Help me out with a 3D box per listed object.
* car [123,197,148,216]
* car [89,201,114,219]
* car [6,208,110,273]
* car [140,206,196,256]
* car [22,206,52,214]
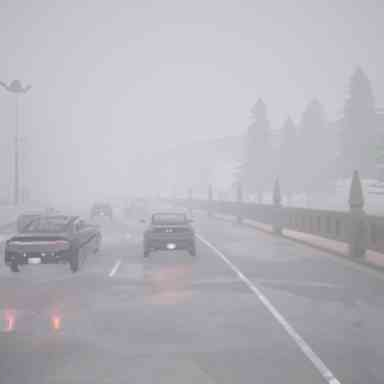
[{"bbox_3d":[-5.776,1.387,33.871,2.097,1.767,4.553,0,0,-18],"label":"car"},{"bbox_3d":[-8.070,1.548,29.606,1.837,1.490,4.892,0,0,-16],"label":"car"},{"bbox_3d":[-4.192,1.512,10.767,2.128,1.511,4.902,0,0,-6],"label":"car"},{"bbox_3d":[-0.981,1.513,13.206,1.837,1.490,4.892,0,0,-7],"label":"car"},{"bbox_3d":[-9.310,1.571,20.509,1.812,1.442,4.674,0,0,-11],"label":"car"}]
